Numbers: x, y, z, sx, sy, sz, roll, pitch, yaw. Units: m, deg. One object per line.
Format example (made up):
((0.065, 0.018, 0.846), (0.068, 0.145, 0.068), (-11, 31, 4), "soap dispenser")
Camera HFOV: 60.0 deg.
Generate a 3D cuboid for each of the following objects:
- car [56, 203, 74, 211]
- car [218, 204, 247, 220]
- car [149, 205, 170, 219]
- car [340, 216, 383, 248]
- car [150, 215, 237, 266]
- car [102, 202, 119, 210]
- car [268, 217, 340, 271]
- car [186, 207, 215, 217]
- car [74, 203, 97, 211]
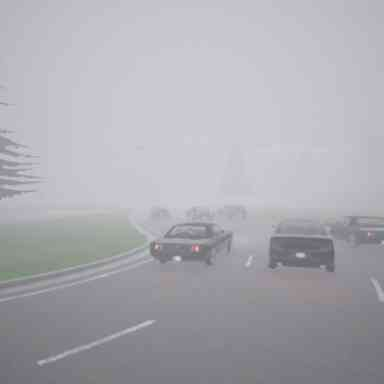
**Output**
((-21.541, 2.592, 57.243), (1.895, 1.301, 4.718), (-1, -1, 3), "car")
((3.993, 1.949, 33.319), (1.837, 1.490, 4.892), (-1, -1, -12), "car")
((-3.432, 2.053, 34.911), (1.812, 1.442, 4.674), (0, -1, -11), "car")
((7.793, 1.764, 15.605), (1.895, 1.301, 4.718), (0, -1, 1), "car")
((0.249, 1.779, 12.366), (1.895, 1.301, 4.718), (-1, -1, 18), "car")
((-14.428, 2.512, 59.444), (2.033, 1.411, 5.357), (-1, -1, 3), "car")
((3.761, 1.616, 11.561), (1.882, 1.535, 5.008), (0, 0, 18), "car")
((0.694, 2.053, 31.948), (1.895, 1.301, 4.718), (0, -1, -12), "car")
((-18.042, 2.563, 57.244), (1.895, 1.301, 4.718), (-1, -1, 3), "car")
